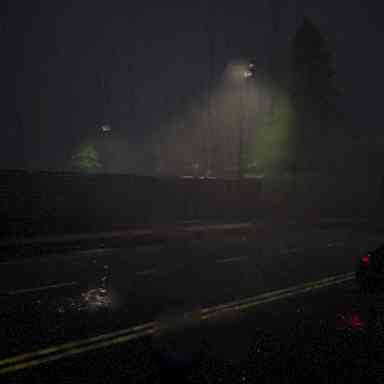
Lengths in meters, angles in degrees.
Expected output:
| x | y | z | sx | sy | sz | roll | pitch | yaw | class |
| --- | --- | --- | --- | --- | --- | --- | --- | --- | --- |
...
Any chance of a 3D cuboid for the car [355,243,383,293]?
| x | y | z | sx | sy | sz | roll | pitch | yaw | class |
| --- | --- | --- | --- | --- | --- | --- | --- | --- | --- |
| 5.738 | 1.618 | 7.860 | 4.181 | 1.385 | 1.994 | 0 | 0 | -35 | car |
